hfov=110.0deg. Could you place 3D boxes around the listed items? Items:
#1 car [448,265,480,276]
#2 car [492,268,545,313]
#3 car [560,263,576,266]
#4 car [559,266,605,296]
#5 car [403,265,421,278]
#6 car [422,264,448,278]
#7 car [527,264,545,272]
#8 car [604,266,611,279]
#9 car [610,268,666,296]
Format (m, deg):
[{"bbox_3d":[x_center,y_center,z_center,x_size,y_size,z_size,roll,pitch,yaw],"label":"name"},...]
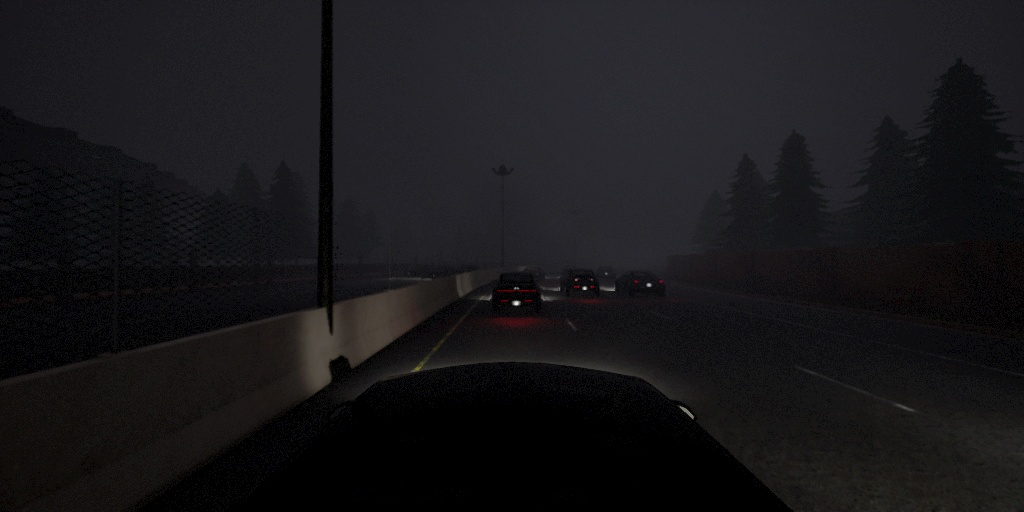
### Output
[{"bbox_3d":[-4.739,1.681,37.839,1.837,1.490,4.892,-1,-1,12],"label":"car"},{"bbox_3d":[0.199,1.412,14.984,1.837,1.490,4.892,0,0,1],"label":"car"},{"bbox_3d":[6.067,1.697,37.249,1.812,1.442,4.674,0,-1,12],"label":"car"},{"bbox_3d":[3.908,1.483,21.112,1.837,1.490,4.892,0,-1,3],"label":"car"},{"bbox_3d":[-10.923,1.730,42.140,1.837,1.490,4.892,-1,-1,13],"label":"car"},{"bbox_3d":[-7.764,1.754,40.601,2.033,1.411,5.357,0,-1,13],"label":"car"},{"bbox_3d":[2.275,1.760,36.281,1.895,1.301,4.718,0,-1,11],"label":"car"},{"bbox_3d":[9.499,1.728,36.508,1.994,1.385,4.181,0,-1,12],"label":"car"},{"bbox_3d":[7.413,1.545,21.126,1.994,1.385,4.181,0,-1,3],"label":"car"}]
